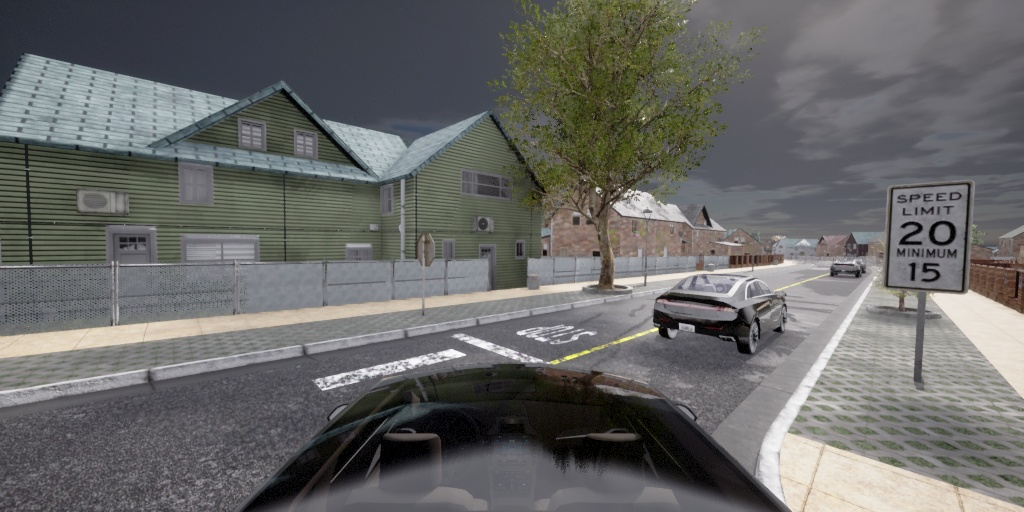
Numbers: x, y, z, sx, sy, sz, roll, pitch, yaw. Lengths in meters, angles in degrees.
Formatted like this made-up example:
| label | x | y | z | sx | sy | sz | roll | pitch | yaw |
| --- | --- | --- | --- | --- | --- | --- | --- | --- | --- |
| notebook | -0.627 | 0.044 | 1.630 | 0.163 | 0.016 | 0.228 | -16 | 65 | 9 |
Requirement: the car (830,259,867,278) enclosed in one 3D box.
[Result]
| label | x | y | z | sx | sy | sz | roll | pitch | yaw |
| --- | --- | --- | --- | --- | --- | --- | --- | --- | --- |
| car | 29.473 | 1.040 | 31.586 | 4.902 | 1.511 | 2.128 | 0 | 2 | -43 |

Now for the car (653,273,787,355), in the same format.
| label | x | y | z | sx | sy | sz | roll | pitch | yaw |
| --- | --- | --- | --- | --- | --- | --- | --- | --- | --- |
| car | 5.199 | 1.181 | 8.702 | 4.902 | 1.511 | 2.128 | 0 | 2 | -43 |
